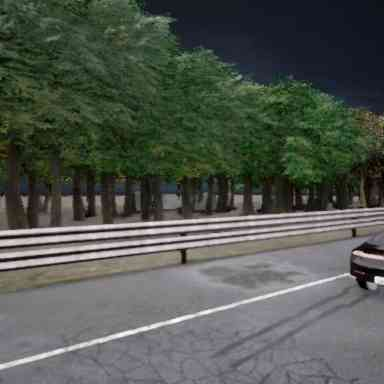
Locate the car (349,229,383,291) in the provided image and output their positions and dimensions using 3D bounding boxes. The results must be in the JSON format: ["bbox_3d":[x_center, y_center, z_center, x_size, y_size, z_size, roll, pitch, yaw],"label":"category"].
[{"bbox_3d":[5.621,1.485,7.759,4.902,1.511,2.128,0,0,-36],"label":"car"}]
